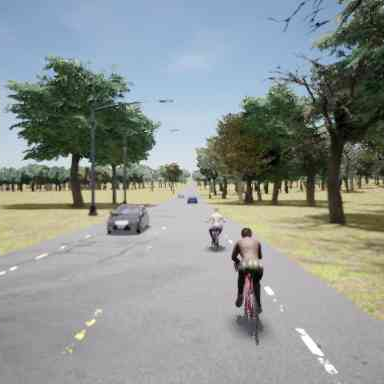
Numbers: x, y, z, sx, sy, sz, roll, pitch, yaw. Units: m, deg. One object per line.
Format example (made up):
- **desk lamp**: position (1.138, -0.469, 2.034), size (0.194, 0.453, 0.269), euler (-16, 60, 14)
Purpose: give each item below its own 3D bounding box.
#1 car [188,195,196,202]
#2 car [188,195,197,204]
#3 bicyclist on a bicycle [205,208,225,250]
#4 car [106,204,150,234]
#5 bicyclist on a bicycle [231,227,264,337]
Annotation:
- **car**: position (0.004, 1.443, 75.758), size (1.882, 1.535, 5.008), euler (0, 0, 0)
- **car**: position (0.104, 1.482, 64.926), size (1.882, 1.535, 5.008), euler (0, 0, 0)
- **bicyclist on a bicycle**: position (0.962, 1.435, 13.283), size (0.866, 1.612, 1.509), euler (0, 0, 0)
- **car**: position (-3.599, 1.490, 19.362), size (2.128, 1.511, 4.902), euler (0, 0, 0)
- **bicyclist on a bicycle**: position (0.963, 1.451, 5.718), size (0.582, 1.620, 1.656), euler (0, 0, 0)
